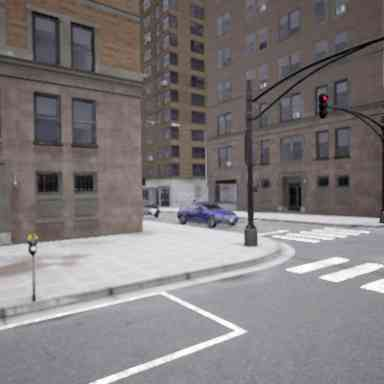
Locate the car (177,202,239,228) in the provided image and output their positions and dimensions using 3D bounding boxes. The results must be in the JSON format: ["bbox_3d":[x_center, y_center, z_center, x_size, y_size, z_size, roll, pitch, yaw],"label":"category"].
[{"bbox_3d":[0.852,1.371,20.918,1.812,1.442,4.674,-1,0,-37],"label":"car"}]

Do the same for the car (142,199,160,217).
[{"bbox_3d":[-4.489,1.389,28.376,2.128,1.511,4.902,-1,0,-35],"label":"car"}]
